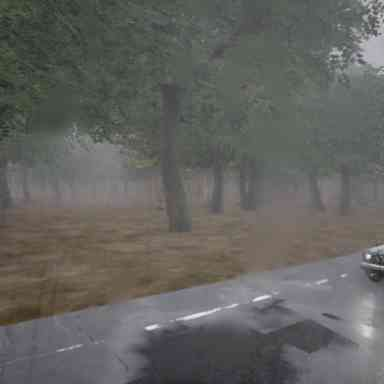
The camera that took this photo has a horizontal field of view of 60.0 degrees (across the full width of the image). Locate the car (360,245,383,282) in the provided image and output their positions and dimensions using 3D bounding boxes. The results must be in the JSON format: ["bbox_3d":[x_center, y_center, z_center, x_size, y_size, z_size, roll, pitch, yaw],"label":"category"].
[{"bbox_3d":[6.387,1.638,8.723,4.718,1.301,1.895,0,0,-37],"label":"car"}]
